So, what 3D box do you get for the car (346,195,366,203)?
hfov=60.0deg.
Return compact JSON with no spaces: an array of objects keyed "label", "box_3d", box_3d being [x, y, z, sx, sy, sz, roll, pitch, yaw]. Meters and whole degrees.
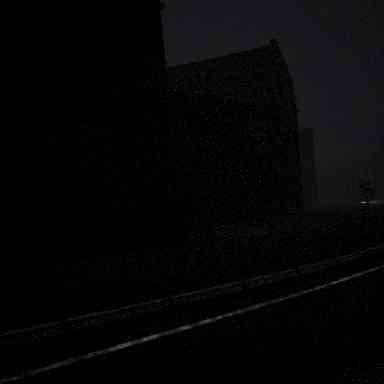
[{"label":"car","box_3d":[30.521,1.217,61.871,1.994,1.385,4.181,-6,-2,-3]}]
